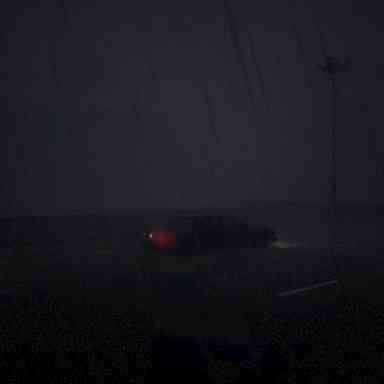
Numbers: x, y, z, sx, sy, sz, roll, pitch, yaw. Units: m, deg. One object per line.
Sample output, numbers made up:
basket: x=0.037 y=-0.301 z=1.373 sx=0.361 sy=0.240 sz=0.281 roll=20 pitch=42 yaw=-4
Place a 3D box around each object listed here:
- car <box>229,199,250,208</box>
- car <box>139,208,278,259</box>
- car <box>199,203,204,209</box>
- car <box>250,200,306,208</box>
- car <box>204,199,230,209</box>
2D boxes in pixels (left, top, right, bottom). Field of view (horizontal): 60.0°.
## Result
car: x=6.095 y=1.519 z=31.747 sx=4.181 sy=1.385 sz=1.994 roll=0 pitch=0 yaw=-27
car: x=0.759 y=1.525 z=12.511 sx=5.357 sy=1.411 sz=2.033 roll=0 pitch=0 yaw=-32
car: x=2.907 y=1.503 z=37.978 sx=4.181 sy=1.385 sz=1.994 roll=0 pitch=0 yaw=-27
car: x=7.743 y=1.508 z=28.659 sx=4.892 sy=1.490 sz=1.837 roll=0 pitch=0 yaw=-27
car: x=4.388 y=1.487 z=34.804 sx=5.357 sy=1.411 sz=2.033 roll=0 pitch=0 yaw=-27
